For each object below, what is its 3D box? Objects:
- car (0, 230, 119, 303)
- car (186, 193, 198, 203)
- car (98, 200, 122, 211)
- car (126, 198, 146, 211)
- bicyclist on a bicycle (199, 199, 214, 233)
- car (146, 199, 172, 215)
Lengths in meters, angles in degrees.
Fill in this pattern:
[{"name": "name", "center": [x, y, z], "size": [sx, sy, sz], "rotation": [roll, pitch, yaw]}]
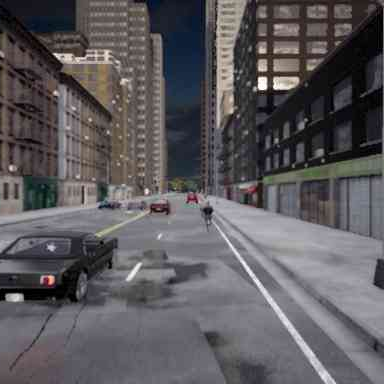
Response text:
[{"name": "car", "center": [-3.150, 1.595, 8.156], "size": [1.895, 1.301, 4.718], "rotation": [0, 0, 0]}, {"name": "car", "center": [0.073, 1.172, 67.907], "size": [2.150, 2.045, 5.566], "rotation": [0, 0, 0]}, {"name": "car", "center": [-9.838, 1.577, 39.860], "size": [1.895, 1.301, 4.718], "rotation": [0, 0, 0]}, {"name": "car", "center": [-6.586, 1.502, 40.111], "size": [1.812, 1.442, 4.674], "rotation": [0, 0, 0]}, {"name": "bicyclist on a bicycle", "center": [0.892, 1.358, 18.218], "size": [0.659, 1.776, 1.843], "rotation": [0, 0, 0]}, {"name": "car", "center": [-3.154, 1.456, 34.163], "size": [1.882, 1.535, 5.008], "rotation": [0, 0, 0]}]
